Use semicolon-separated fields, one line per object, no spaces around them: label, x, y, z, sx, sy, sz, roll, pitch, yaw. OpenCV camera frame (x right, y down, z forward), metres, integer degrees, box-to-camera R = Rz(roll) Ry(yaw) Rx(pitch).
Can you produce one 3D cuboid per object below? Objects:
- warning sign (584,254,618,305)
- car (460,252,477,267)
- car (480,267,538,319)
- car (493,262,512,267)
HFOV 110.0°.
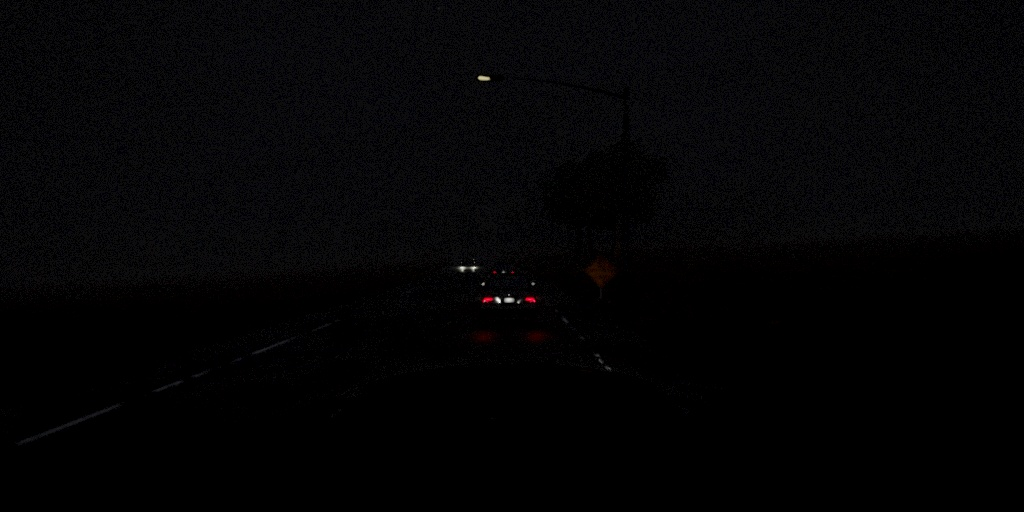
warning sign;3.377;0.850;13.663;1.300;1.860;1.060;0;0;-2
car;-6.454;0.437;52.898;2.150;2.045;5.566;0;1;-6
car;-0.126;1.287;12.665;2.033;1.411;5.357;0;0;-1
car;-0.731;1.178;27.581;2.033;1.411;5.357;0;1;-3
